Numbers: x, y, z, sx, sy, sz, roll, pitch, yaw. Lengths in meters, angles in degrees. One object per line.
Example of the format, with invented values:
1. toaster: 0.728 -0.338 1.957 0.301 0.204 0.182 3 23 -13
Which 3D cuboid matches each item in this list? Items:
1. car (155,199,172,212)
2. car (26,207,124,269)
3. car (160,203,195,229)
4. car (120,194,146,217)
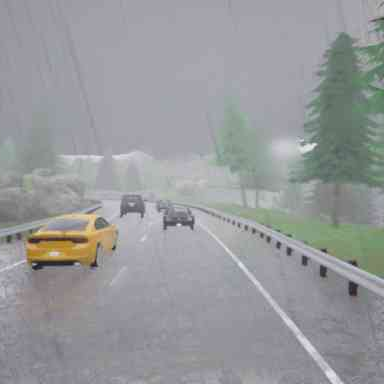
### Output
1. car: -3.300 1.555 39.471 2.033 1.411 5.357 0 0 -11
2. car: -3.763 1.485 11.275 1.882 1.535 5.008 0 0 -3
3. car: -0.946 1.603 21.470 1.895 1.301 4.718 0 0 -5
4. car: -5.567 1.232 31.516 2.150 2.045 5.566 0 0 -7
